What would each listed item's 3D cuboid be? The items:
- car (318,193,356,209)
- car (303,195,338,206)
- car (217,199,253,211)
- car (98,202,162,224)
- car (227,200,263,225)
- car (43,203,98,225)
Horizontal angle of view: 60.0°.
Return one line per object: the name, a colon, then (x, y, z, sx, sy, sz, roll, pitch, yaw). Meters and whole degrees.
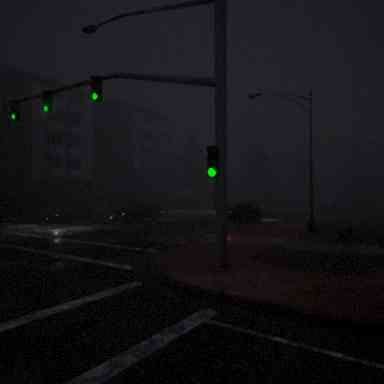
car: (20.766, 1.161, 47.412, 5.566, 2.045, 2.150, 0, 0, -20)
car: (19.569, 1.277, 50.701, 4.902, 1.511, 2.128, 0, 0, -20)
car: (5.522, 1.652, 42.481, 4.718, 1.301, 1.895, 0, 0, -39)
car: (-4.284, 1.538, 25.332, 2.128, 1.511, 4.902, 0, 0, 34)
car: (3.609, 1.556, 24.607, 1.837, 1.490, 4.892, -1, -1, 34)
car: (-8.747, 1.582, 24.928, 1.812, 1.442, 4.674, 0, 0, 33)
